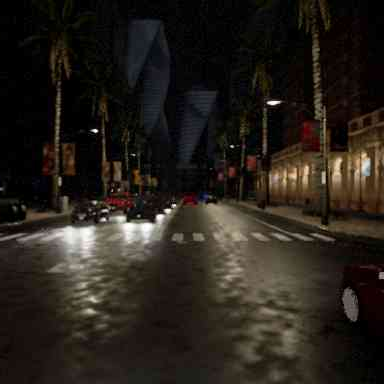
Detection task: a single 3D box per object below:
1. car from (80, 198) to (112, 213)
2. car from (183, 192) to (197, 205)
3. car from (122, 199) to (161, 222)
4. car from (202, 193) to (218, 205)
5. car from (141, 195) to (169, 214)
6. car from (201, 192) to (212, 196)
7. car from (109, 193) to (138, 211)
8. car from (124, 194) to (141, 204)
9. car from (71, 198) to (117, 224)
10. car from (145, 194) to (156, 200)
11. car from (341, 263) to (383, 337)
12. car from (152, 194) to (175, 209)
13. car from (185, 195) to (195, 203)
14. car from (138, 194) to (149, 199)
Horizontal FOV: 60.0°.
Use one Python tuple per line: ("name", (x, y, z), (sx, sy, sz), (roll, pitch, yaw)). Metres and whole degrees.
("car", (-10.379, 1.393, 36.445), (2.161, 1.482, 4.786), (0, 0, -1))
("car", (-0.274, 1.075, 55.434), (2.150, 2.045, 5.566), (0, 0, -1))
("car", (-3.727, 1.490, 25.296), (1.994, 1.385, 4.181), (0, 0, 0))
("car", (3.219, 1.352, 55.820), (2.128, 1.511, 4.902), (0, 0, -1))
("car", (-3.759, 1.407, 34.006), (1.837, 1.490, 4.892), (0, 0, 0))
("car", (3.059, 1.055, 65.899), (2.150, 2.045, 5.566), (0, 0, -1))
("car", (-7.258, 1.117, 33.594), (2.150, 2.045, 5.566), (0, 0, 0))
("car", (-10.421, 1.175, 58.376), (2.185, 1.767, 4.553), (0, 0, -1))
("car", (-7.221, 1.412, 24.135), (2.128, 1.511, 4.902), (0, 0, 0))
("car", (-10.881, 1.222, 87.747), (2.231, 1.521, 4.892), (0, 0, -1))
("car", (3.581, 1.478, 3.942), (1.882, 1.535, 5.008), (0, 0, 0))
("car", (-3.751, 1.228, 43.866), (2.097, 1.767, 4.553), (0, 0, 0))
("car", (-0.441, 1.328, 65.813), (1.837, 1.490, 4.892), (0, 0, -1))
("car", (-7.250, 1.414, 44.105), (2.033, 1.411, 5.357), (0, 0, 0))
